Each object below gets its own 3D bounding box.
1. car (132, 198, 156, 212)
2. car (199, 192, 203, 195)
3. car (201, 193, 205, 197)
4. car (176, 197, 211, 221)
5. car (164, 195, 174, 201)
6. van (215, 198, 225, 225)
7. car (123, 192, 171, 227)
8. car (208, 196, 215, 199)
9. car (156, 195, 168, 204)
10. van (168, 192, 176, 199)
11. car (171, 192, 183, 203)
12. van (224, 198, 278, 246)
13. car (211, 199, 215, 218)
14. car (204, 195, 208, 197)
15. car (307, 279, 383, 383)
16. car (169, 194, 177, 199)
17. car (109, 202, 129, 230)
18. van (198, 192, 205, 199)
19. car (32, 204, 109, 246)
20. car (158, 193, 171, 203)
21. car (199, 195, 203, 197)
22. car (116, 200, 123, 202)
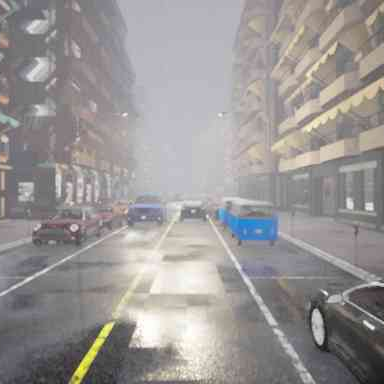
[{"bbox_3d":[-5.316,1.400,37.331,2.008,1.369,4.403,1,0,0],"label":"car"},{"bbox_3d":[2.552,1.251,77.058,2.008,1.369,4.403,1,0,0],"label":"car"},{"bbox_3d":[2.561,1.329,48.874,1.752,1.417,4.829,1,0,0],"label":"car"},{"bbox_3d":[0.095,1.398,25.834,2.163,1.488,4.792,0,0,0],"label":"car"},{"bbox_3d":[-5.306,1.282,77.027,1.802,1.307,4.206,1,0,0],"label":"car"},{"bbox_3d":[2.571,1.258,20.350,1.690,1.788,3.998,1,0,0],"label":"van"},{"bbox_3d":[-2.857,1.130,22.360,2.150,2.045,5.566,0,0,0],"label":"car"},{"bbox_3d":[2.566,1.416,31.692,1.887,1.381,4.507,1,0,0],"label":"car"},{"bbox_3d":[-5.328,1.288,59.844,1.752,1.417,4.829,1,0,0],"label":"car"},{"bbox_3d":[-5.296,1.001,88.368,1.690,1.788,3.998,1,0,0],"label":"van"},{"bbox_3d":[-2.789,1.100,63.929,2.097,1.767,4.553,0,0,0],"label":"car"},{"bbox_3d":[2.573,1.281,14.680,1.690,1.788,3.998,1,0,0],"label":"van"},{"bbox_3d":[2.567,1.460,26.022,1.947,1.339,4.313,1,0,0],"label":"car"},{"bbox_3d":[2.564,1.373,37.533,1.752,1.417,4.829,1,0,0],"label":"car"},{"bbox_3d":[2.573,1.537,3.339,2.008,1.369,4.403,1,0,0],"label":"car"},{"bbox_3d":[-5.300,1.185,94.040,1.887,1.381,4.507,1,0,0],"label":"car"},{"bbox_3d":[-5.312,1.499,20.319,1.802,1.307,4.206,1,0,0],"label":"car"},{"bbox_3d":[2.552,1.001,88.399,1.690,1.788,3.998,1,0,0],"label":"van"},{"bbox_3d":[-5.309,1.380,14.648,1.967,1.590,4.097,1,0,0],"label":"car"},{"bbox_3d":[-5.330,1.056,65.684,2.192,1.841,5.009,1,0,0],"label":"car"},{"bbox_3d":[0.088,1.431,42.147,1.895,1.301,4.718,0,0,0],"label":"car"},{"bbox_3d":[-5.312,1.334,25.989,1.967,1.590,4.097,1,0,0],"label":"car"}]
